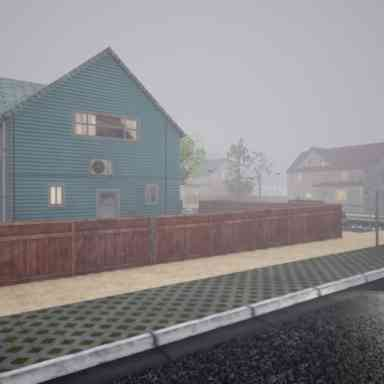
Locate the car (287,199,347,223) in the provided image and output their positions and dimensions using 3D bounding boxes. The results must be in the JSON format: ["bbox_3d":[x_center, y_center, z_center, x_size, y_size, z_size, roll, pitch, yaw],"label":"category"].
[{"bbox_3d":[8.520,1.294,23.624,2.097,1.767,4.553,0,0,-35],"label":"car"}]

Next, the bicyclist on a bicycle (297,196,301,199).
[{"bbox_3d":[10.126,1.194,31.463,1.656,1.620,0.582,-1,1,-35],"label":"bicyclist on a bicycle"}]

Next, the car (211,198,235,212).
[{"bbox_3d":[3.112,1.376,31.213,1.882,1.535,5.008,0,1,-35],"label":"car"}]
